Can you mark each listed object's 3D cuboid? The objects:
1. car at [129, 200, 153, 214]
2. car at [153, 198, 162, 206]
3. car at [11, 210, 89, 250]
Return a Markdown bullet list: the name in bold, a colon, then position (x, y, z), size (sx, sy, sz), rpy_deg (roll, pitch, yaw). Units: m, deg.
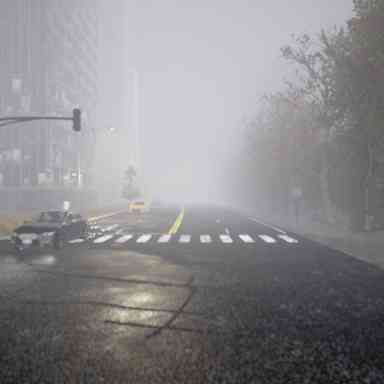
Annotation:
- **car**: position (-6.027, 1.730, 38.475), size (1.882, 1.535, 5.008), rpy_deg (0, 0, -1)
- **car**: position (-6.527, 1.870, 62.241), size (2.033, 1.411, 5.357), rpy_deg (0, 0, -2)
- **car**: position (-6.094, 1.595, 14.824), size (2.128, 1.511, 4.902), rpy_deg (0, 0, 1)
